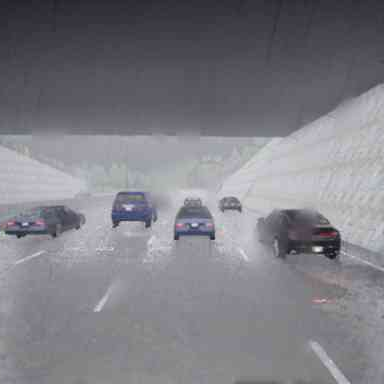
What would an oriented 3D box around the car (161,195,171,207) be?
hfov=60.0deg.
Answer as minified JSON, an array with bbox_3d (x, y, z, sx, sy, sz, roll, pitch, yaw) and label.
[{"bbox_3d":[-3.414,1.055,38.375,1.812,1.442,4.674,0,1,0],"label":"car"}]

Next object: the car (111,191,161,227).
[{"bbox_3d":[-3.392,0.969,20.473,2.150,2.045,5.566,0,1,0],"label":"car"}]

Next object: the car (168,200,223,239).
[{"bbox_3d":[0.107,1.351,15.957,2.033,1.411,5.357,0,1,0],"label":"car"}]

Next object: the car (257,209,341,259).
[{"bbox_3d":[3.605,1.357,11.960,1.837,1.490,4.892,0,1,0],"label":"car"}]

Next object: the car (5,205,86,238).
[{"bbox_3d":[-6.893,1.346,16.275,2.033,1.411,5.357,0,1,0],"label":"car"}]

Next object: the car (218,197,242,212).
[{"bbox_3d":[3.604,1.155,31.960,2.033,1.411,5.357,0,1,0],"label":"car"}]

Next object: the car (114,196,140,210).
[{"bbox_3d":[-6.898,1.160,35.880,1.895,1.301,4.718,0,1,0],"label":"car"}]

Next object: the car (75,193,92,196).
[{"bbox_3d":[-17.511,0.517,53.959,2.128,1.511,4.902,0,1,0],"label":"car"}]

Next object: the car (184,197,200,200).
[{"bbox_3d":[0.102,1.160,35.883,1.895,1.301,4.718,0,1,0],"label":"car"}]
